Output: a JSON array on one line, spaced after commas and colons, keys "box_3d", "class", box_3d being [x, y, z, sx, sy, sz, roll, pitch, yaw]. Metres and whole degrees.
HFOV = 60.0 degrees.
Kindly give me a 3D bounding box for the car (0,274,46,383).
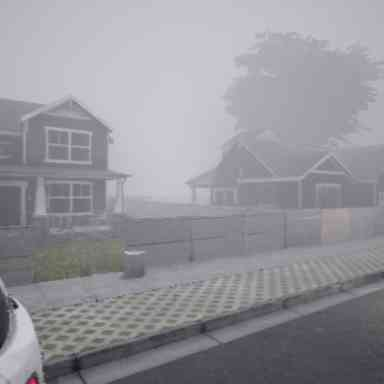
[{"box_3d": [-3.282, 1.210, 0.730, 5.566, 2.045, 2.150, 0, 0, -35], "class": "car"}]
